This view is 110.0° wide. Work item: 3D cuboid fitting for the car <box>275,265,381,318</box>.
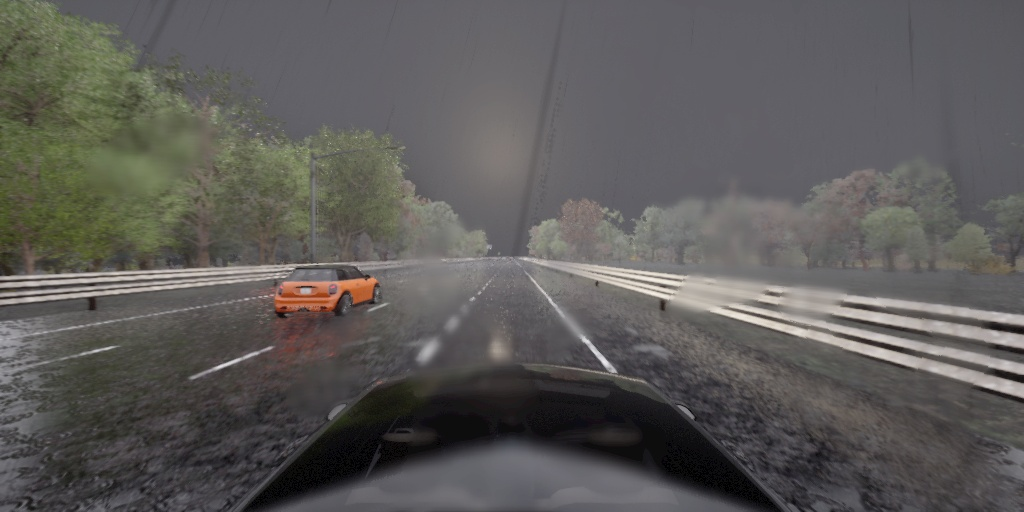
[{"bbox_3d":[-6.431,1.091,13.127,2.097,1.767,4.553,0,0,-3],"label":"car"}]
